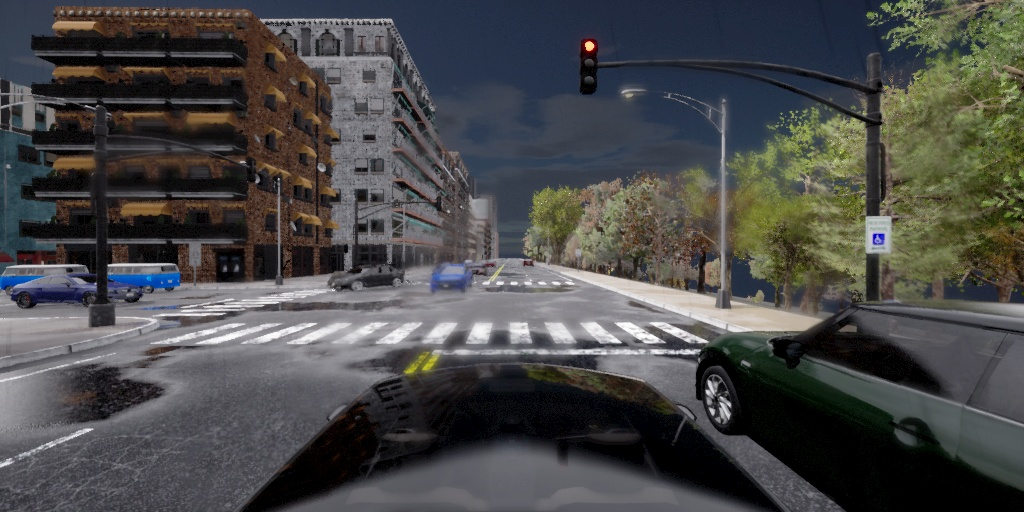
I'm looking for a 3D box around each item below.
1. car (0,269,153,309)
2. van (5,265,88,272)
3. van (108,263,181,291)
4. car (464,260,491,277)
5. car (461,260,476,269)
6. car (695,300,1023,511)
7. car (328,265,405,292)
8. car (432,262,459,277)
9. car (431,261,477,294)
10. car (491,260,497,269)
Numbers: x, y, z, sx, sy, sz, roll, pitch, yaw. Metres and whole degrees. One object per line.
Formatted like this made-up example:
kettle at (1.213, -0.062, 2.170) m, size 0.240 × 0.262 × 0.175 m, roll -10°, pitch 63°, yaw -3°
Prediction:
car at (-19.573, 1.517, 16.199) m, size 4.674 × 1.442 × 1.812 m, roll -1°, pitch 0°, yaw 0°
van at (-28.384, 1.424, 21.851) m, size 3.998 × 1.789 × 1.690 m, roll 0°, pitch 0°, yaw -1°
van at (-22.783, 1.351, 21.946) m, size 3.998 × 1.789 × 1.690 m, roll 0°, pitch 0°, yaw -1°
car at (-3.456, 1.317, 35.326) m, size 1.994 × 1.385 × 4.181 m, roll 0°, pitch 0°, yaw 0°
car at (-6.759, 1.289, 55.773) m, size 1.812 × 1.442 × 4.674 m, roll 0°, pitch 0°, yaw 0°
car at (3.347, 1.102, 2.651) m, size 2.097 × 1.767 × 4.553 m, roll 0°, pitch 0°, yaw 0°
car at (-8.859, 1.328, 22.289) m, size 1.837 × 1.490 × 4.892 m, roll 2°, pitch 1°, yaw 30°
car at (-6.710, 1.318, 36.668) m, size 1.994 × 1.385 × 4.181 m, roll 0°, pitch 0°, yaw 0°
car at (-3.417, 1.259, 20.976) m, size 1.882 × 1.535 × 5.008 m, roll 0°, pitch 0°, yaw 0°
car at (-3.509, 1.366, 58.451) m, size 1.895 × 1.301 × 4.718 m, roll 0°, pitch 0°, yaw 0°
